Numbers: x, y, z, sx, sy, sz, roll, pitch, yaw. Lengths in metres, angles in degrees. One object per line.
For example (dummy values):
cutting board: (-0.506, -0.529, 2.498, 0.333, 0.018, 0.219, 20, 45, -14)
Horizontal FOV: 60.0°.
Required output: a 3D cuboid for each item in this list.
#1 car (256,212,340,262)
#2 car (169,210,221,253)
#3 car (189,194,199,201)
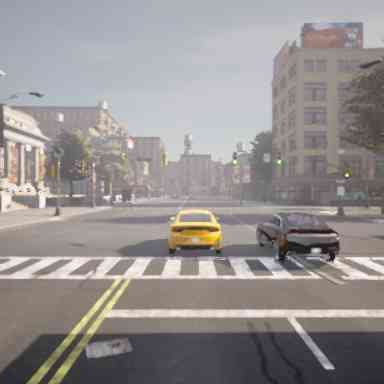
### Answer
car: (3.614, 1.487, 12.097, 2.128, 1.511, 4.902, 0, 0, 0)
car: (0.117, 1.471, 13.707, 1.882, 1.535, 5.008, 0, 0, 0)
car: (0.112, 1.512, 86.184, 1.994, 1.385, 4.181, 0, 0, 0)
